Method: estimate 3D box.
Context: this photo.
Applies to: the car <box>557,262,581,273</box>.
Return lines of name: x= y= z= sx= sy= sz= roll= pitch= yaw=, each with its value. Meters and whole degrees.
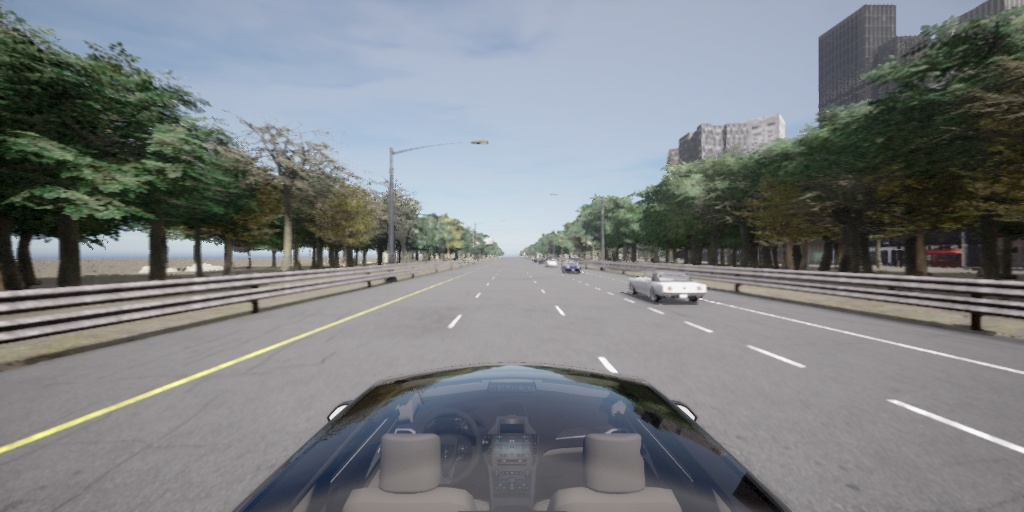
car: x=7.094 y=1.381 z=43.810 sx=1.895 sy=1.301 sz=4.718 roll=0 pitch=0 yaw=0

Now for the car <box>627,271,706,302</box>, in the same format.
car: x=7.013 y=1.361 z=16.877 sx=1.895 sy=1.301 sz=4.718 roll=0 pitch=0 yaw=0
